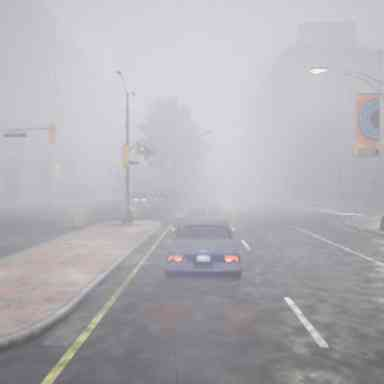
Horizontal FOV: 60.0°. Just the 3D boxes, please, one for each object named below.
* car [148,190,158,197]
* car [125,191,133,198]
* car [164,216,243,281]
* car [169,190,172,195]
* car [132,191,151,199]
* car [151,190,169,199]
[{"bbox_3d":[-9.371,0.305,80.539,1.812,1.442,4.674,0,1,2],"label":"car"},{"bbox_3d":[-12.890,0.532,70.462,1.895,1.301,4.718,0,1,1],"label":"car"},{"bbox_3d":[0.316,1.401,9.467,2.033,1.411,5.357,0,1,2],"label":"car"},{"bbox_3d":[-5.870,0.318,80.525,2.033,1.411,5.357,0,1,2],"label":"car"},{"bbox_3d":[-9.800,0.617,65.091,1.895,1.301,4.718,0,1,2],"label":"car"},{"bbox_3d":[-6.302,0.576,65.107,1.994,1.385,4.181,0,1,2],"label":"car"}]
